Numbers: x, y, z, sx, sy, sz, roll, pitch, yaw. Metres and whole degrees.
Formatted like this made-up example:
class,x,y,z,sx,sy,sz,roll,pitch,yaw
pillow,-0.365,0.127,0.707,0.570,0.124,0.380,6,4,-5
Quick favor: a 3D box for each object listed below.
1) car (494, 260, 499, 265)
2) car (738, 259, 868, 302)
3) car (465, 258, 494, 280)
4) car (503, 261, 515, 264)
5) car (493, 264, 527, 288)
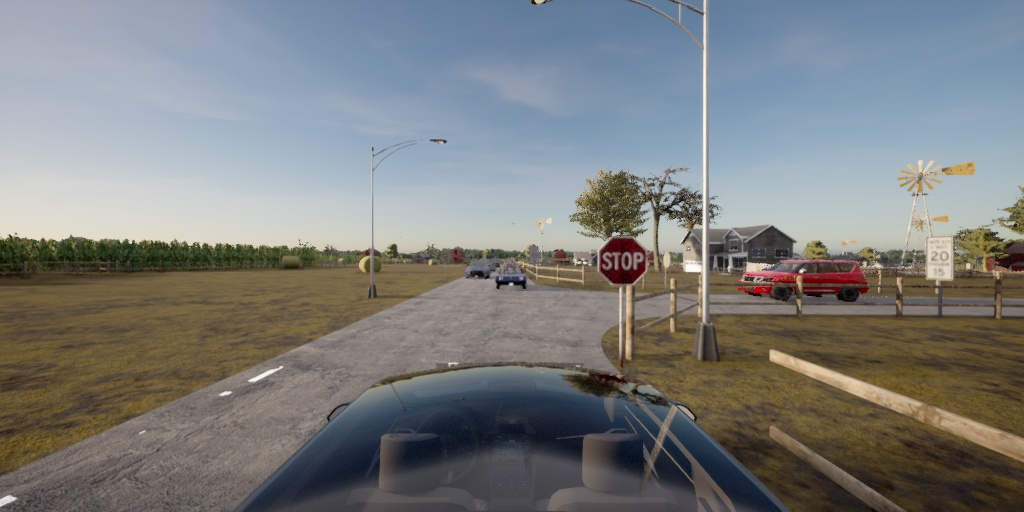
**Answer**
class,x,y,z,sx,sy,sz,roll,pitch,yaw
car,-3.249,1.576,48.871,1.994,1.385,4.181,0,-1,0
car,14.756,1.196,18.324,5.566,2.045,2.150,1,0,-1
car,-3.119,1.223,33.386,2.097,1.767,4.553,0,0,0
car,-0.323,1.633,50.918,1.895,1.301,4.718,0,-1,0
car,-0.079,1.401,23.702,1.895,1.301,4.718,0,0,-1
